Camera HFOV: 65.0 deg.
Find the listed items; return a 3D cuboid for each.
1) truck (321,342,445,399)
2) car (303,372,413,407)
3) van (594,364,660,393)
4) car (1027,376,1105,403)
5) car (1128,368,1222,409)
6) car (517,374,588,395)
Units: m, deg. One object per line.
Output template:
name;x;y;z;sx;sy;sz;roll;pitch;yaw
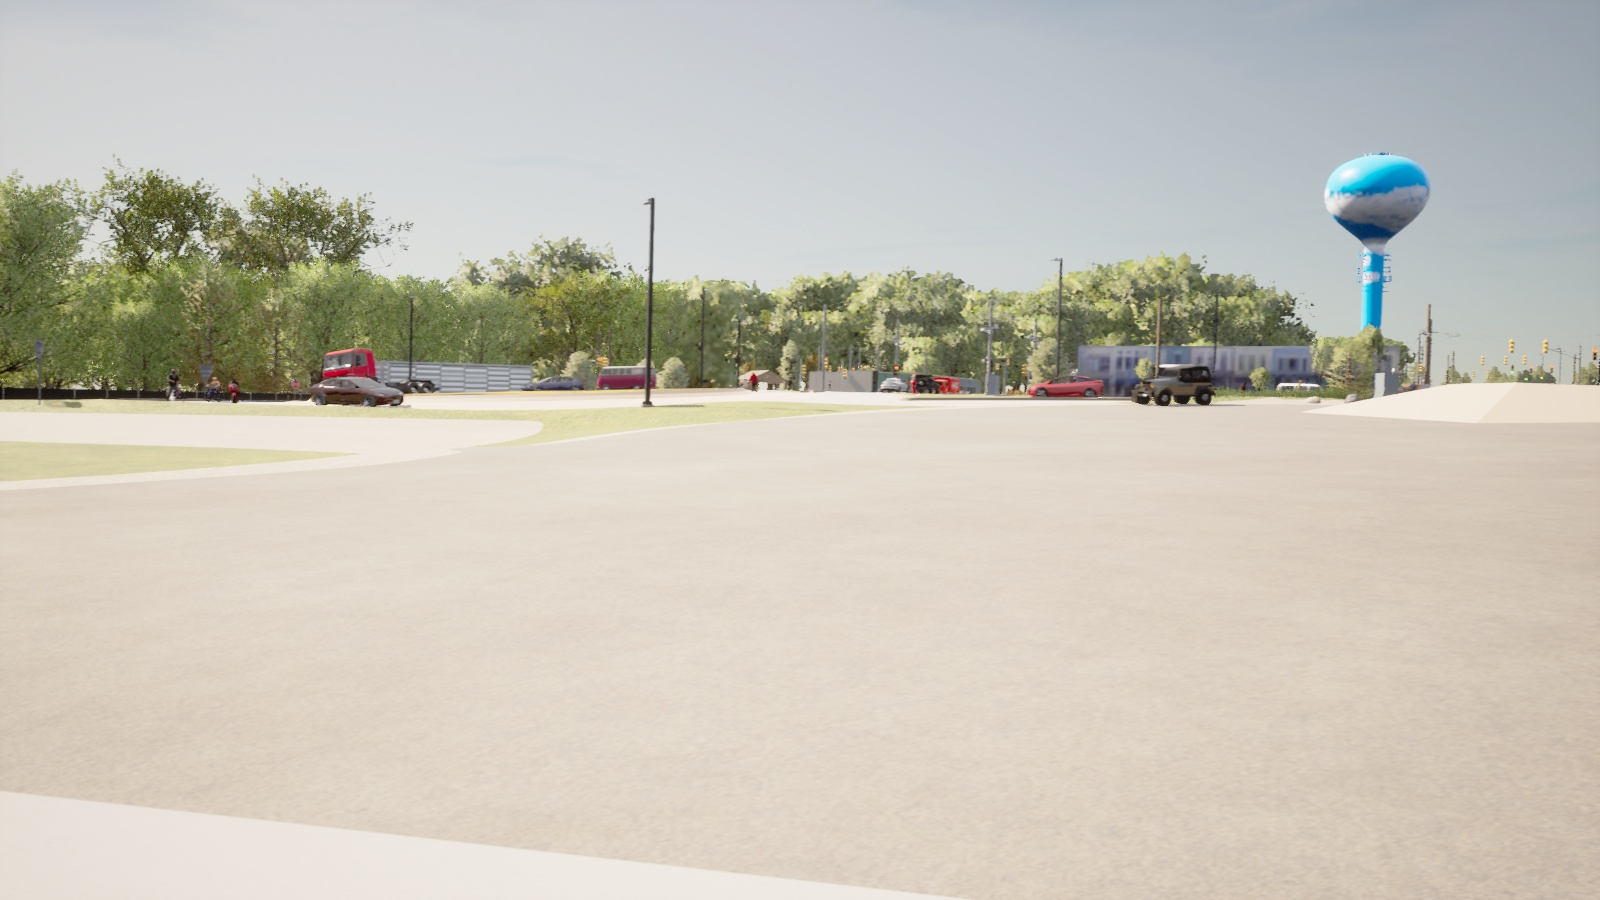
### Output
truck;-28.352;-5.316;85.818;2.891;3.462;7.936;-4;0;30
car;-21.546;-2.978;61.259;4.792;1.488;2.163;3;7;23
van;-12.557;-5.171;91.170;4.442;1.987;1.775;0;1;23
car;16.019;-3.640;75.642;4.514;1.525;2.007;1;1;13
car;17.719;-2.928;59.383;3.866;1.878;1.905;-1;5;-21
car;-18.704;-4.977;95.057;4.792;1.488;2.163;-2;2;-33
